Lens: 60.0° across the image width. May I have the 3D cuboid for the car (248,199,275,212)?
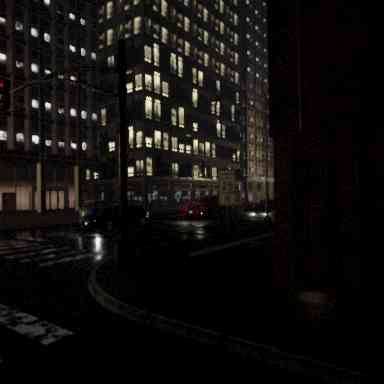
[{"bbox_3d":[9.053,1.581,40.132,1.882,1.535,5.008,-1,-1,36],"label":"car"}]

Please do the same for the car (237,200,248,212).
[{"bbox_3d":[6.771,1.677,41.427,1.752,1.417,4.829,-1,-1,36],"label":"car"}]

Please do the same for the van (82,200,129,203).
[{"bbox_3d":[-6.059,1.449,23.514,1.690,1.788,3.998,-1,-1,36],"label":"van"}]

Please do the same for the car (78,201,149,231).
[{"bbox_3d":[-4.712,1.561,20.981,1.837,1.490,4.892,-1,-1,33],"label":"car"}]

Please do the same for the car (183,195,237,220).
[{"bbox_3d":[1.501,1.296,29.623,2.150,2.045,5.566,-1,-1,36],"label":"car"}]
